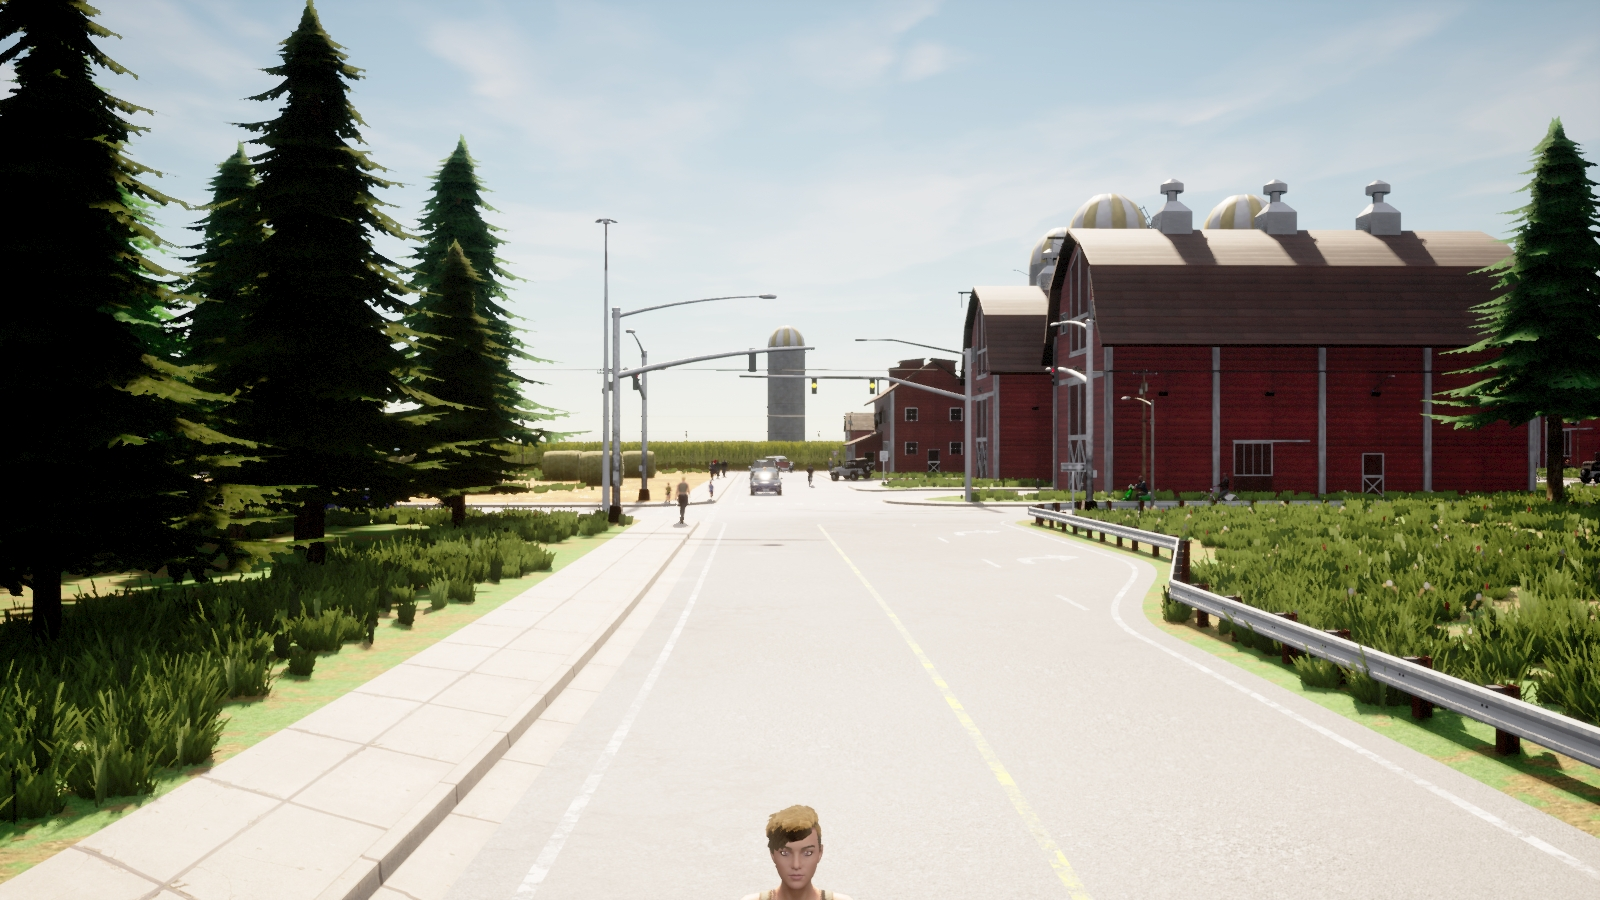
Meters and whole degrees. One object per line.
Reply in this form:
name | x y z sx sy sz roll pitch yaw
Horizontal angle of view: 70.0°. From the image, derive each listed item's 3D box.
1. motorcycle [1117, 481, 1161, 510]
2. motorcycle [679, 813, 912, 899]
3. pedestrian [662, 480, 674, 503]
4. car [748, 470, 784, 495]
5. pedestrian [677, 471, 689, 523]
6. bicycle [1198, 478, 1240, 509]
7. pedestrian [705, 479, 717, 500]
motorcycle | 15.989 2.145 53.899 1.805 1.316 0.856 0 0 -1
motorcycle | -0.013 2.128 3.457 0.764 1.307 2.356 0 0 0
pedestrian | -6.604 2.070 57.239 0.500 1.100 0.500 0 0 -19
car | -2.153 2.036 72.119 2.163 1.488 4.792 0 0 -2
pedestrian | -4.192 1.672 40.887 0.375 1.860 0.375 0 0 1
bicycle | 19.800 2.064 53.998 1.835 1.471 0.329 0 0 -1
pedestrian | -4.634 2.053 59.389 0.500 1.100 0.500 0 0 -25
